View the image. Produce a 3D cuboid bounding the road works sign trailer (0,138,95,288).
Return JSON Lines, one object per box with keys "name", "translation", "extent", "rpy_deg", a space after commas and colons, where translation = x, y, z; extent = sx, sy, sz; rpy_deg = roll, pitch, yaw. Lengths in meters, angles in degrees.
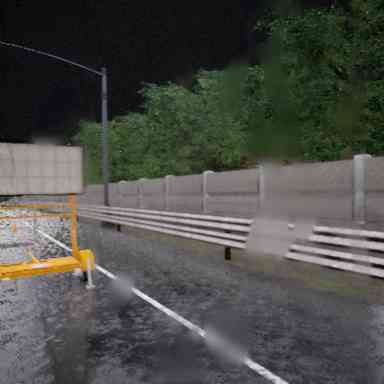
{"name": "road works sign trailer", "translation": [-4.006, 0.494, 8.484], "extent": [2.380, 3.560, 2.880], "rpy_deg": [-1, 0, -32]}
